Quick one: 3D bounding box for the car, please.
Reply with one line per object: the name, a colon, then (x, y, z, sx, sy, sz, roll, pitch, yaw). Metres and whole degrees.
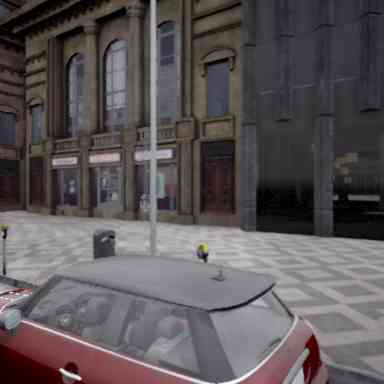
car: (-0.844, 1.414, 3.509, 4.097, 1.590, 1.967, 0, 1, 34)
